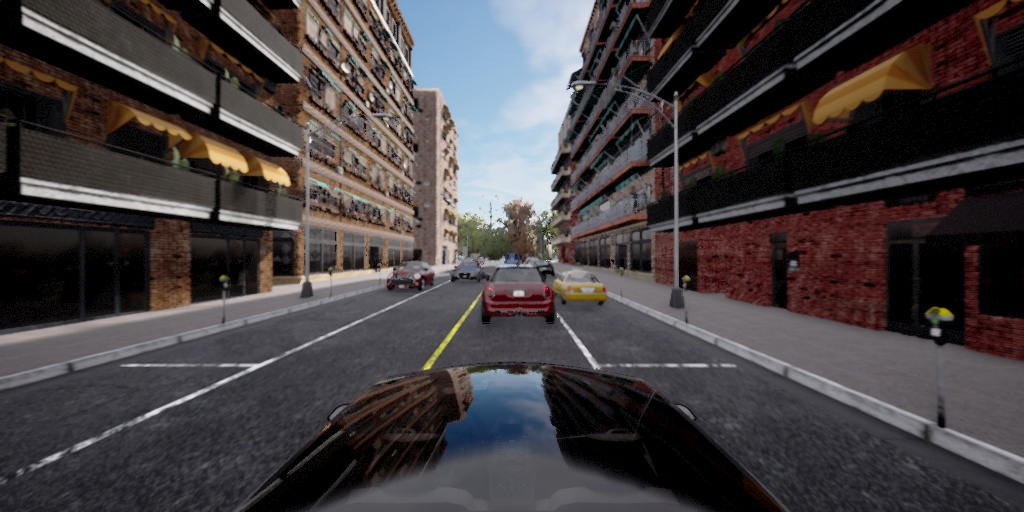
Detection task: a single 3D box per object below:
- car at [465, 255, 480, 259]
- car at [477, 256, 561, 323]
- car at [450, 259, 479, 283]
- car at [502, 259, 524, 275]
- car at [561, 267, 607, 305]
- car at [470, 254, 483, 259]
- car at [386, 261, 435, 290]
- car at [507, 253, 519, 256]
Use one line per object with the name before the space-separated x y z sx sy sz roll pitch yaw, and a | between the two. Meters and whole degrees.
car | -5.825 0.925 48.413 2.007 1.370 4.403 0 0 0
car | 0.130 1.019 11.875 2.097 1.767 4.553 0 0 -1
car | -3.097 1.122 25.480 1.994 1.385 4.181 0 0 0
car | 0.096 1.039 35.740 1.994 1.385 4.181 0 0 0
car | 2.698 1.168 15.144 1.751 1.417 4.829 0 0 0
car | -5.826 0.645 53.981 2.192 1.841 5.009 0 0 0
car | -5.711 1.037 20.573 1.967 1.591 4.097 0 0 0
car | 0.094 0.551 54.081 2.150 2.045 5.566 0 0 0
